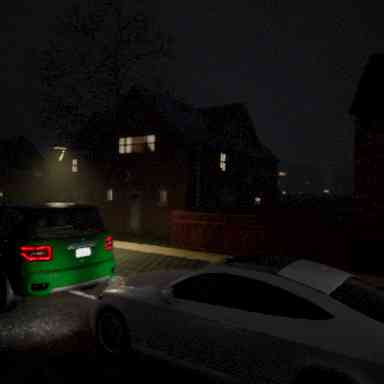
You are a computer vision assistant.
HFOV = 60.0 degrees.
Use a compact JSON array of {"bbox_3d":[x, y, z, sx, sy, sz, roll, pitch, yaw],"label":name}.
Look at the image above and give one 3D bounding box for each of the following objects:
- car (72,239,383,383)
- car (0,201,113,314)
[{"bbox_3d":[0.673,1.552,4.336,4.674,1.442,1.812,0,0,36],"label":"car"},{"bbox_3d":[-4.247,1.232,7.885,5.566,2.045,2.150,0,0,36],"label":"car"}]
